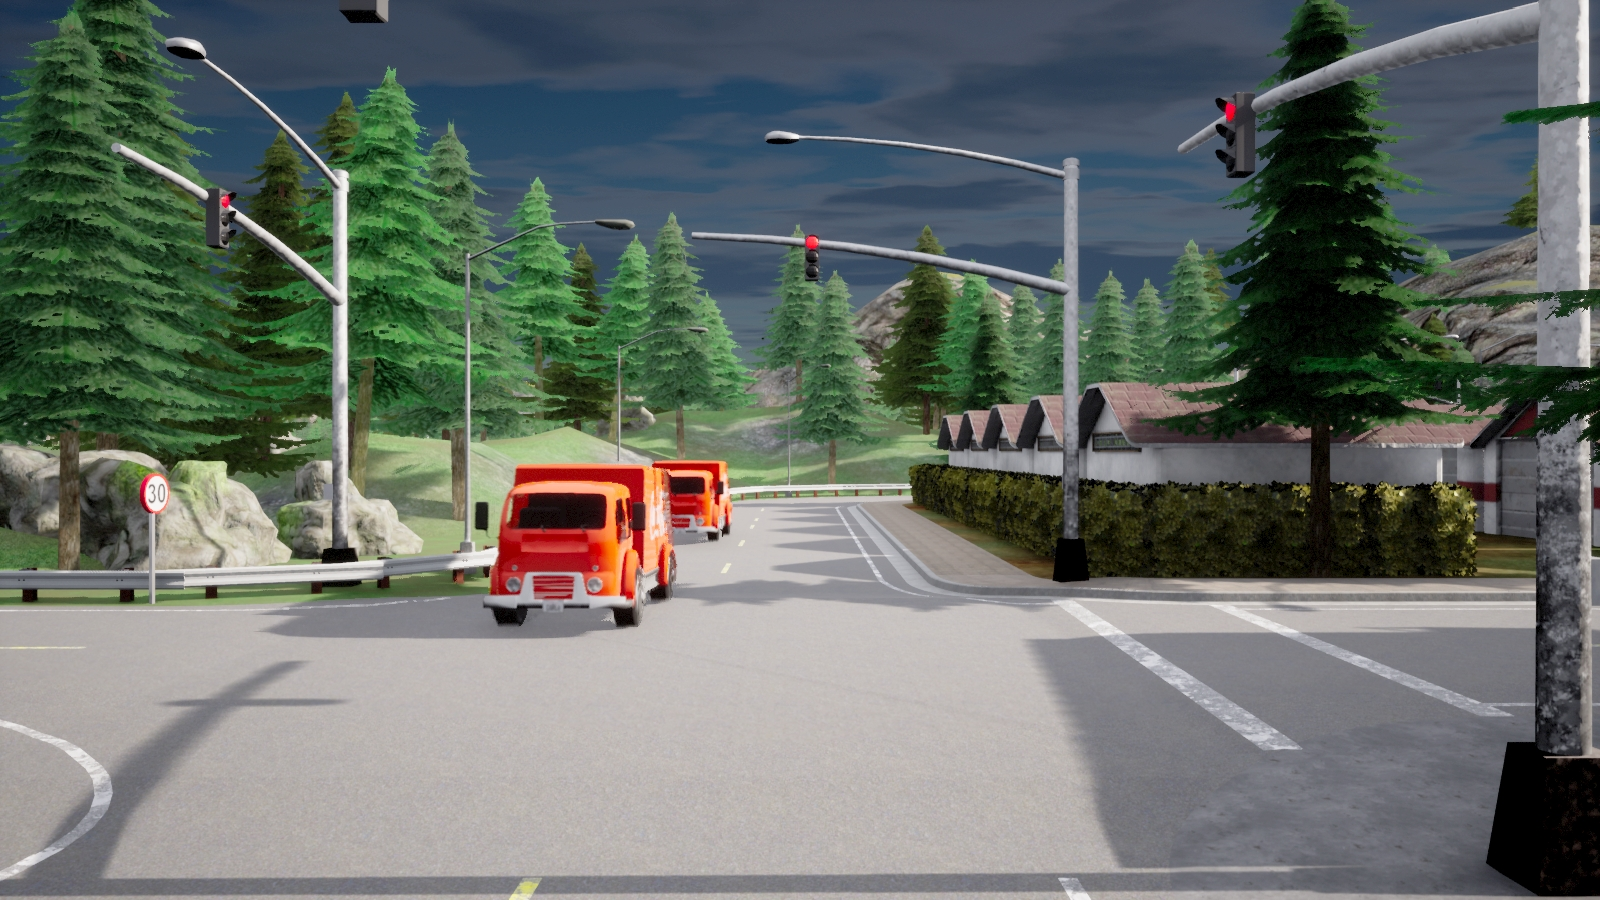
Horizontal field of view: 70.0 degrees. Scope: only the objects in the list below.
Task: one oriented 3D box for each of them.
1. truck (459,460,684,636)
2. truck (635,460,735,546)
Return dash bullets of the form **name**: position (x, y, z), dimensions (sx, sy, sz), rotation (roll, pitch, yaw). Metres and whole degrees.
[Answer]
- **truck**: position (-3.499, 1.460, 18.775), dimensions (2.627, 2.467, 5.204), rotation (0, -2, 0)
- **truck**: position (-3.493, 1.562, 35.926), dimensions (2.627, 2.467, 5.204), rotation (0, 0, 0)
